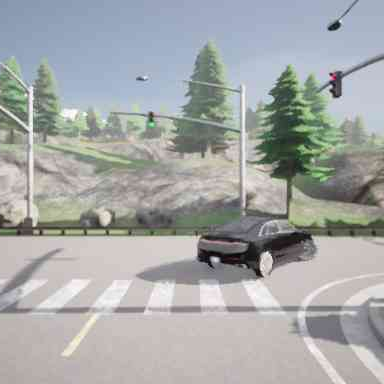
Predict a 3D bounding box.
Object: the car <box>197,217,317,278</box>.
[{"bbox_3d":[2.189,1.530,10.406,2.128,1.511,4.902,-1,-1,41],"label":"car"}]
